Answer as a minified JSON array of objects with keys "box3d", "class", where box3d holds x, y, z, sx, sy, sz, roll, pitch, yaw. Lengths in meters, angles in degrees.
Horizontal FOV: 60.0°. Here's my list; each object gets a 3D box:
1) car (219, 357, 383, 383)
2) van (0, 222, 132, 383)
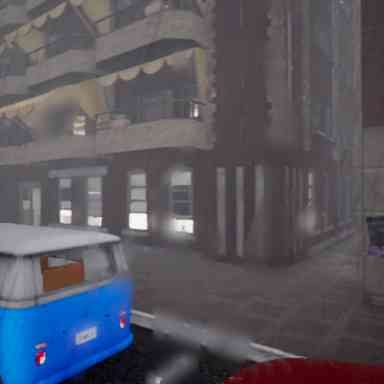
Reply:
[{"box3d":[1.911,1.575,1.511,4.206,1.307,1.802,-1,0,35],"class":"car"},{"box3d":[-2.689,1.383,4.792,3.998,1.788,1.690,-1,0,36],"class":"van"}]
